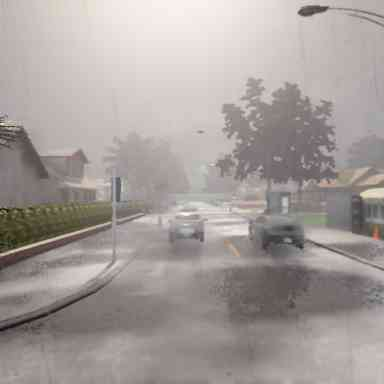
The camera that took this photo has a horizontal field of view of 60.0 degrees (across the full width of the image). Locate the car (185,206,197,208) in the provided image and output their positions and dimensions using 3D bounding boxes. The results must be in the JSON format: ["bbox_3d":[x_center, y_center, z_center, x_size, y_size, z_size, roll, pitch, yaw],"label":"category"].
[{"bbox_3d":[-0.170,2.098,28.768,1.837,1.490,4.892,-1,-1,0],"label":"car"}]

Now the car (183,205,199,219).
[{"bbox_3d":[-0.089,2.326,39.081,1.812,1.442,4.674,-1,-1,0],"label":"car"}]

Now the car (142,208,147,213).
[{"bbox_3d":[-8.866,2.362,45.059,5.357,1.415,2.033,-1,-1,3],"label":"car"}]

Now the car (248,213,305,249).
[{"bbox_3d":[3.966,1.803,16.129,1.837,1.490,4.892,-1,-1,0],"label":"car"}]

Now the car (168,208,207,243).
[{"bbox_3d":[-0.231,1.882,18.702,2.128,1.511,4.902,-1,-1,0],"label":"car"}]
